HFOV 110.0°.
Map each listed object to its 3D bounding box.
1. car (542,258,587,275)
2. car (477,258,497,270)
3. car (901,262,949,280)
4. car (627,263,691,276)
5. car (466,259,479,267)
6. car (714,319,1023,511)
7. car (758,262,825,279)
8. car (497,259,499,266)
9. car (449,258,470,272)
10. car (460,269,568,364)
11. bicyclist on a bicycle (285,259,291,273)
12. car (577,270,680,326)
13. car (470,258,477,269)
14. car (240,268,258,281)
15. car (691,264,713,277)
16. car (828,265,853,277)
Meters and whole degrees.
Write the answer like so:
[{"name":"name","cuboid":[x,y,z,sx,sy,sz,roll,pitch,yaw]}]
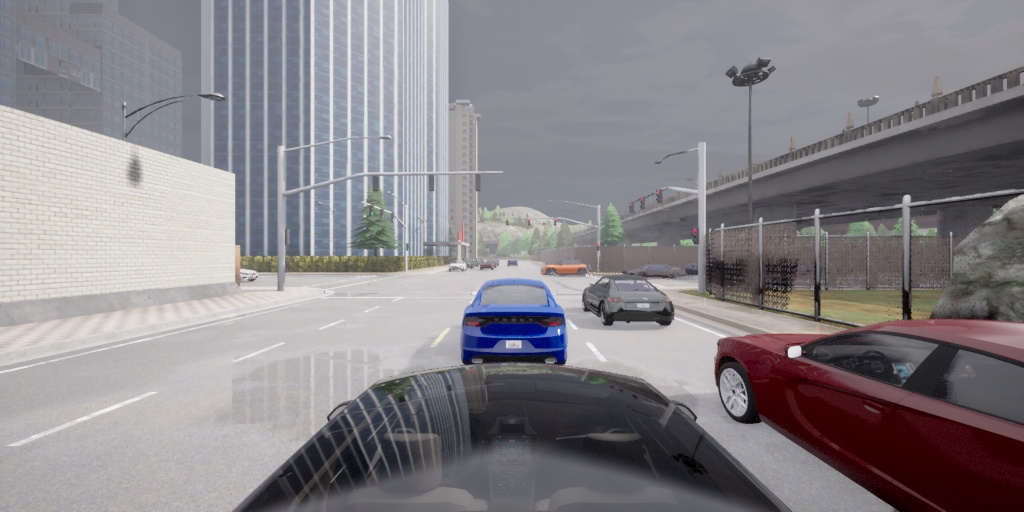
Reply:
[{"name":"car","cuboid":[5.157,1.126,35.476,4.553,1.767,2.097,0,0,0]},{"name":"car","cuboid":[-3.593,1.351,51.913,1.895,1.301,4.718,0,0,0]},{"name":"car","cuboid":[37.873,1.283,32.033,5.008,1.535,1.882,0,0,0]},{"name":"car","cuboid":[12.582,1.353,31.911,5.357,1.411,2.033,0,0,-2]},{"name":"car","cuboid":[-7.069,1.314,64.795,1.994,1.385,4.181,0,0,-1]},{"name":"car","cuboid":[3.601,1.228,2.736,1.882,1.535,5.008,0,0,0]},{"name":"car","cuboid":[24.414,1.283,32.015,5.008,1.535,1.882,0,0,0]},{"name":"car","cuboid":[-3.583,1.351,61.077,1.895,1.301,4.718,0,0,0]},{"name":"car","cuboid":[-7.099,1.276,47.289,1.812,1.442,4.674,0,0,0]},{"name":"car","cuboid":[0.052,1.228,8.069,1.882,1.535,5.008,0,0,1]},{"name":"bicyclist on a bicycle","cuboid":[-25.307,1.106,40.188,0.582,1.620,1.656,0,0,0]},{"name":"car","cuboid":[3.573,1.314,11.730,1.994,1.385,4.181,0,0,0]},{"name":"car","cuboid":[-7.094,1.102,56.154,2.097,1.767,4.553,0,0,0]},{"name":"car","cuboid":[-22.642,1.331,28.232,4.674,1.442,1.812,0,0,0]},{"name":"car","cuboid":[17.281,1.406,35.503,4.718,1.301,1.895,0,0,0]},{"name":"car","cuboid":[30.667,1.406,35.531,4.718,1.301,1.895,0,0,0]}]
